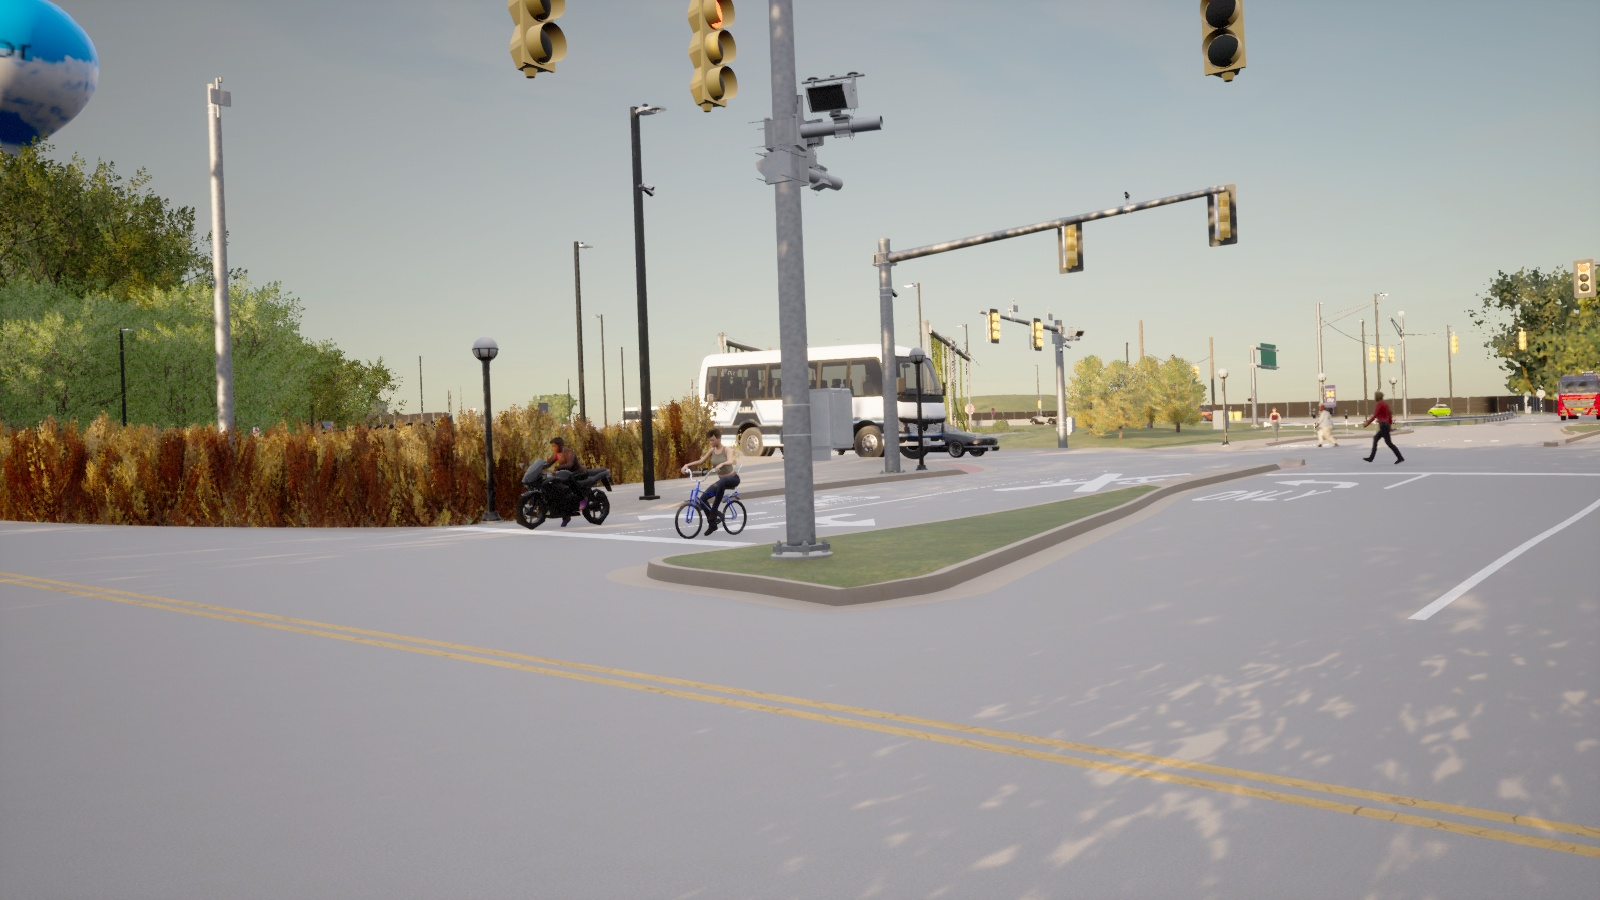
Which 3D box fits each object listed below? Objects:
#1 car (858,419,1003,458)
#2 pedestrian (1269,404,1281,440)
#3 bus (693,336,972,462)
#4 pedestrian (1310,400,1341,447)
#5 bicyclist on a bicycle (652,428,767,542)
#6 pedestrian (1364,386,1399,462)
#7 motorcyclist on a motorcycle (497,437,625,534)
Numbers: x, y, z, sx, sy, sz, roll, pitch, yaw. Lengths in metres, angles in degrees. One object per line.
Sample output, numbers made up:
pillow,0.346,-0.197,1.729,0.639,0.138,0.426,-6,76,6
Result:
car,5.059,-0.438,49.106,5.357,1.411,2.033,0,1,37
pedestrian,24.902,-1.467,65.869,0.345,1.836,0.594,-3,0,38
bus,1.018,-1.757,47.452,10.273,4.253,3.944,0,1,40
pedestrian,21.464,-1.078,51.280,0.900,1.855,0.874,-3,0,40
bicyclist on a bicycle,-1.331,0.497,18.663,0.866,1.612,1.509,-1,0,41
pedestrian,14.323,-0.633,30.945,0.636,1.846,0.331,-3,0,44
motorcyclist on a motorcycle,-3.961,0.558,20.981,0.797,1.523,2.044,-1,0,39
